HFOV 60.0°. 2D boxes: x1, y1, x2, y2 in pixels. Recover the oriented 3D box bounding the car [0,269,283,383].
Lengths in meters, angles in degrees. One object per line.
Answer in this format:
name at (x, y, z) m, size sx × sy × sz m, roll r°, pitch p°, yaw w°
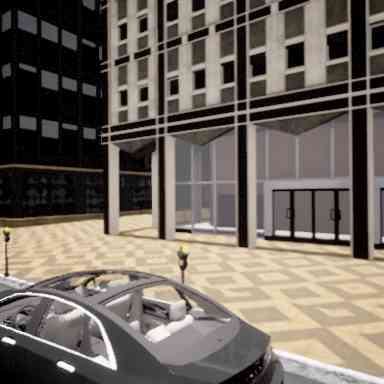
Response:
car at (-1.234, 1.583, 3.753) m, size 4.403 × 1.369 × 2.008 m, roll -1°, pitch 0°, yaw 35°
